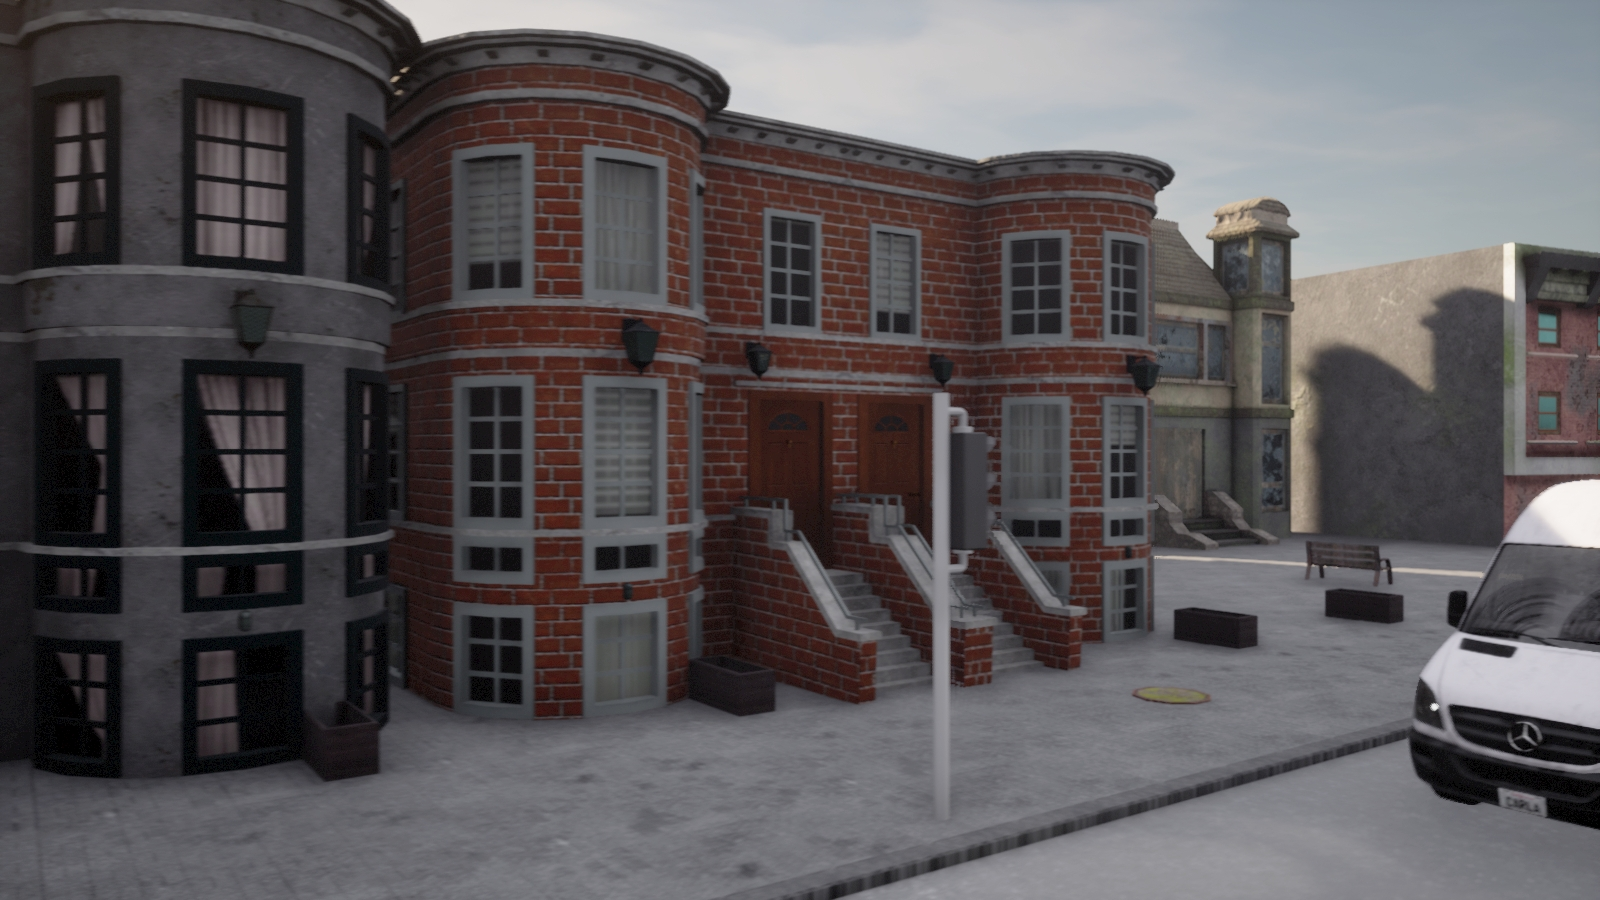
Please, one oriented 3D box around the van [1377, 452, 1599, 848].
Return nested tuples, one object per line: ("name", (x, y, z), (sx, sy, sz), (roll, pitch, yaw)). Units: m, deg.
("van", (7.391, 1.313, 9.586), (5.915, 2.561, 1.988), (-1, 0, -35))
